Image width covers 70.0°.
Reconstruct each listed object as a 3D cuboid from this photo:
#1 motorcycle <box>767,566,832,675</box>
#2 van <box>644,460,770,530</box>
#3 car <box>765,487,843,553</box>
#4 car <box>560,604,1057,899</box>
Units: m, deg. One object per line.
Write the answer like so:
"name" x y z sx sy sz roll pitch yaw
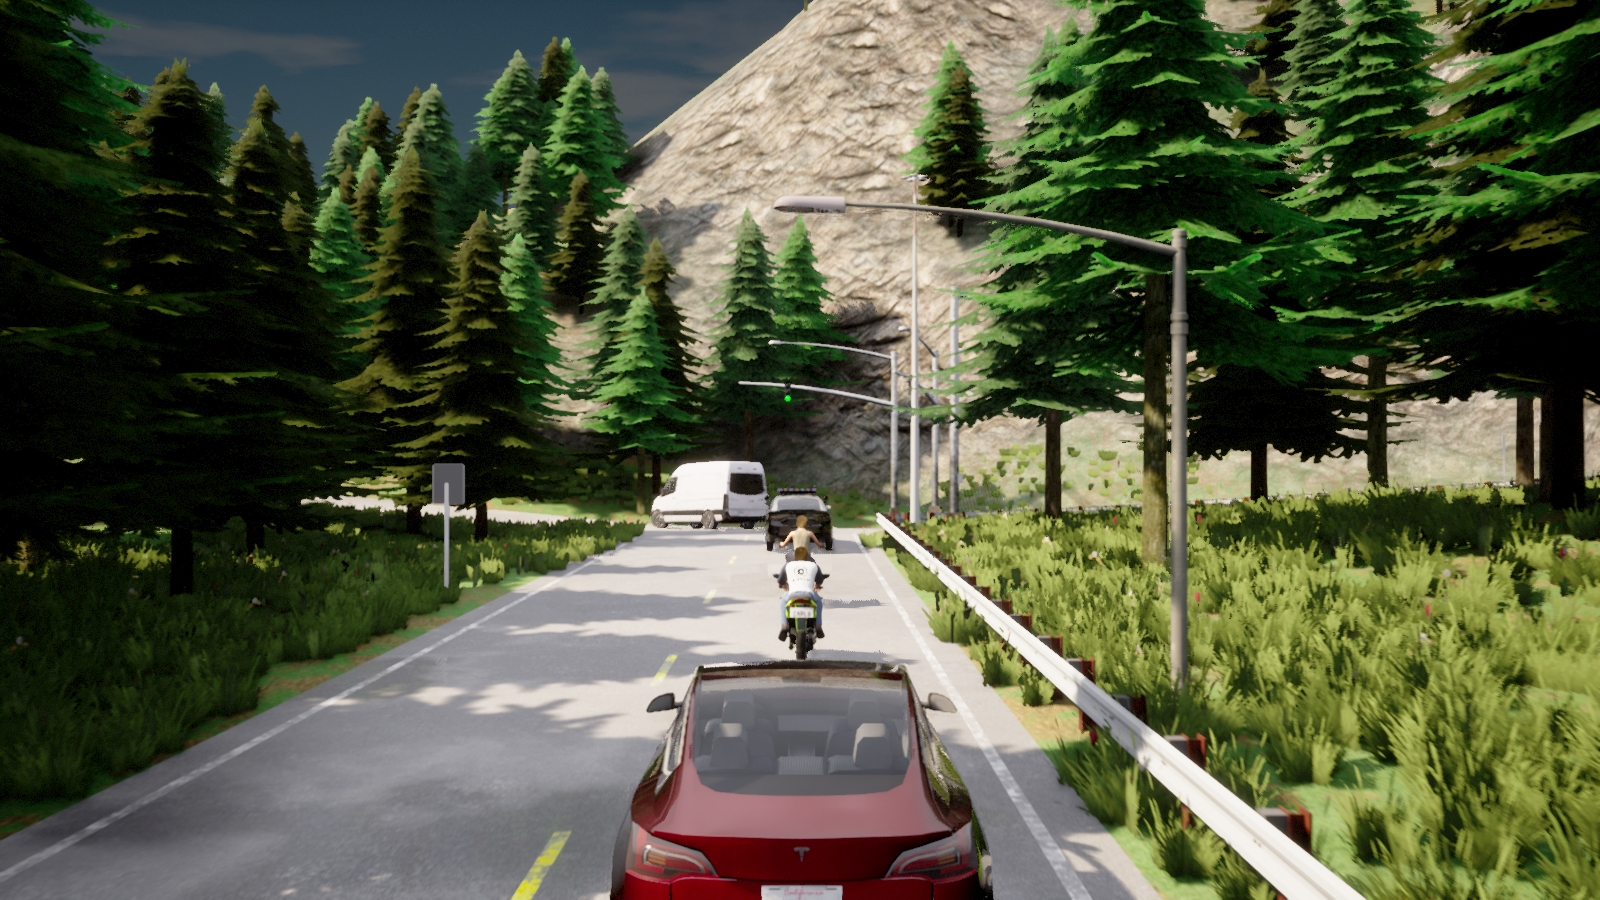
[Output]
"motorcycle" -0.003 2.217 15.159 0.803 1.145 2.033 0 0 0
"van" -3.731 1.822 44.630 1.988 2.561 5.915 3 -5 -37
"car" 0.026 1.989 33.652 2.097 1.638 5.238 0 0 -2
"car" 0.040 2.065 7.370 2.163 1.488 4.792 0 0 0
